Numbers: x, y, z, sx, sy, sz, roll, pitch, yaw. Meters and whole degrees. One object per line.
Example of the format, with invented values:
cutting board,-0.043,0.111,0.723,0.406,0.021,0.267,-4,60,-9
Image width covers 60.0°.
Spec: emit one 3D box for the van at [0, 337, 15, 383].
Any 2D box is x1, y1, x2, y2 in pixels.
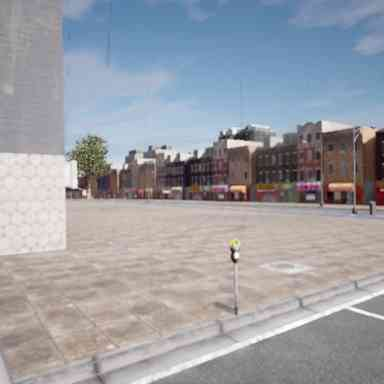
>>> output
van,-2.632,1.354,0.948,3.998,1.788,1.690,-1,0,-35
